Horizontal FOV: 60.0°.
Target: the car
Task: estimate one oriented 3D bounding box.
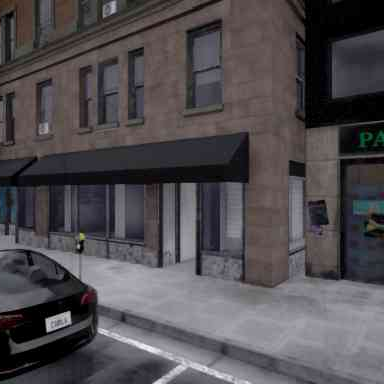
[{"bbox_3d":[-3.266,1.566,5.138,4.313,1.339,1.947,0,0,36],"label":"car"}]
